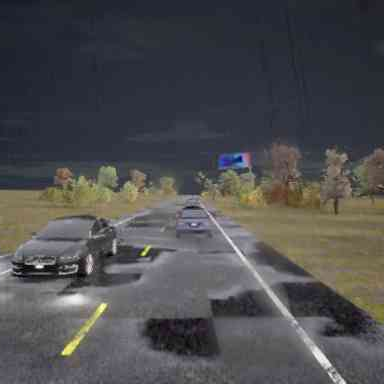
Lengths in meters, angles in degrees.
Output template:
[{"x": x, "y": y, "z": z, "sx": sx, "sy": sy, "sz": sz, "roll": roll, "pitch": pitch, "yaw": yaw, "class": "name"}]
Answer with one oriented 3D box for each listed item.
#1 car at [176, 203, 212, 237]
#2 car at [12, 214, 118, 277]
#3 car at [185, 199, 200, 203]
[{"x": 0.097, "y": 1.554, "z": 17.935, "sx": 2.033, "sy": 1.411, "sz": 5.357, "roll": 0, "pitch": 0, "yaw": 0, "class": "car"}, {"x": -3.600, "y": 1.508, "z": 10.273, "sx": 1.837, "sy": 1.490, "sz": 4.892, "roll": 0, "pitch": 0, "yaw": 0, "class": "car"}, {"x": 0.092, "y": 1.570, "z": 42.566, "sx": 2.033, "sy": 1.411, "sz": 5.357, "roll": 0, "pitch": 0, "yaw": 0, "class": "car"}]
